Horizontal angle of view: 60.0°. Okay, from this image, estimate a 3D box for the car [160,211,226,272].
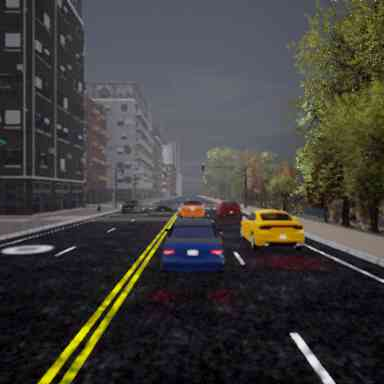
[{"bbox_3d":[0.041,1.577,10.861,2.033,1.411,5.357,0,0,1],"label":"car"}]

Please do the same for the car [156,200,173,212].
[{"bbox_3d":[-3.302,1.668,40.662,2.033,1.411,5.357,0,0,0],"label":"car"}]

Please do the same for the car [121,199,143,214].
[{"bbox_3d":[-6.577,1.614,36.871,1.837,1.490,4.892,0,-1,0],"label":"car"}]

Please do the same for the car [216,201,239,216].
[{"bbox_3d":[3.318,1.565,30.474,1.882,1.535,5.008,0,0,0],"label":"car"}]

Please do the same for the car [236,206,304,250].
[{"bbox_3d":[3.314,1.518,14.487,1.882,1.535,5.008,0,-1,1],"label":"car"}]

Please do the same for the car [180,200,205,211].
[{"bbox_3d":[0.061,1.435,29.142,2.097,1.767,4.553,0,0,0],"label":"car"}]
